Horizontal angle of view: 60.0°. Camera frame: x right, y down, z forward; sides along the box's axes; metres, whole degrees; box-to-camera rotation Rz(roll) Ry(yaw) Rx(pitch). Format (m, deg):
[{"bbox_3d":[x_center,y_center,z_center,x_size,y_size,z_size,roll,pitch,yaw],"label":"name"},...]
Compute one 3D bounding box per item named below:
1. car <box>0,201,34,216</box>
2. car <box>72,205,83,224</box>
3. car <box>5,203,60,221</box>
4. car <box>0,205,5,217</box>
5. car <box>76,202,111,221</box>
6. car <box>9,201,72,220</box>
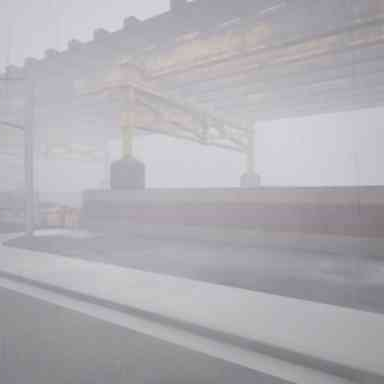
[{"bbox_3d":[-16.252,1.457,30.779,1.853,1.218,4.536,0,0,-11],"label":"car"},{"bbox_3d":[-7.656,1.562,25.587,2.038,1.542,4.974,0,0,-26],"label":"car"},{"bbox_3d":[-12.483,1.590,28.061,4.974,1.542,2.038,0,0,-1],"label":"car"},{"bbox_3d":[-16.241,1.614,30.728,2.038,1.542,4.974,0,0,-11],"label":"car"},{"bbox_3d":[-7.679,1.405,25.634,1.853,1.218,4.536,0,0,-26],"label":"car"},{"bbox_3d":[-12.432,1.433,28.062,4.536,1.218,1.853,0,0,-1],"label":"car"}]
